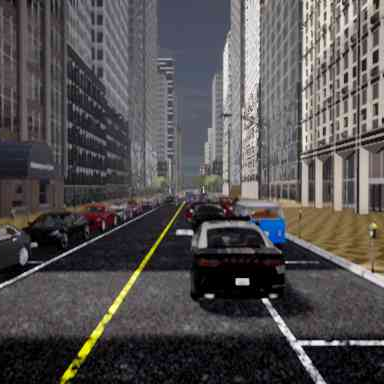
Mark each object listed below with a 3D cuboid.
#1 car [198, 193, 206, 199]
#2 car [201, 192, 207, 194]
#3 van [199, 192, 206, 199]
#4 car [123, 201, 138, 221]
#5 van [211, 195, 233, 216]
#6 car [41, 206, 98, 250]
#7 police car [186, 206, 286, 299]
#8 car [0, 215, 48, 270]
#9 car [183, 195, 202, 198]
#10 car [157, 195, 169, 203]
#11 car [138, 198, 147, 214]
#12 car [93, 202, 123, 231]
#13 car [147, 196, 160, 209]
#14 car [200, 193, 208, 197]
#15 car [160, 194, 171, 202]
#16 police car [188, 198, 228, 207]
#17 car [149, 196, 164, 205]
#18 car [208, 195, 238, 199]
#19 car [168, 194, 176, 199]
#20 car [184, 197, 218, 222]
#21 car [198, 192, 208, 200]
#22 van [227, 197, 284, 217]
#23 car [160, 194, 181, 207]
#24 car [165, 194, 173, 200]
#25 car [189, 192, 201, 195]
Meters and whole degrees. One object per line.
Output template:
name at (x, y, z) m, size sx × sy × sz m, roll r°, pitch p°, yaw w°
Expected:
car at (2.729, 1.069, 93.646) m, size 1.967 × 1.590 × 4.097 m, roll -1°, pitch 0°, yaw 0°
car at (2.719, 1.013, 76.594) m, size 2.192 × 1.841 × 5.009 m, roll -1°, pitch 0°, yaw 0°
van at (2.725, 0.994, 87.962) m, size 1.690 × 1.788 × 3.998 m, roll -1°, pitch 0°, yaw 0°
car at (-5.686, 1.451, 25.447) m, size 2.008 × 1.369 × 4.403 m, roll -1°, pitch 0°, yaw 0°
van at (2.696, 1.219, 31.125) m, size 1.690 × 1.788 × 3.998 m, roll -1°, pitch 0°, yaw 0°
car at (-5.691, 1.510, 14.080) m, size 1.947 × 1.339 × 4.313 m, roll -1°, pitch 0°, yaw 0°
police car at (0.903, 1.391, 8.532) m, size 1.930 × 1.638 × 5.238 m, roll 0°, pitch 0°, yaw 0°
car at (-5.694, 1.517, 8.396) m, size 2.008 × 1.369 × 4.403 m, roll -1°, pitch 0°, yaw 0°
car at (0.039, 1.420, 46.005) m, size 1.895 × 1.301 × 4.718 m, roll 0°, pitch 0°, yaw 1°
car at (-5.665, 1.325, 65.232) m, size 1.802 × 1.307 × 4.206 m, roll -1°, pitch 0°, yaw 0°
car at (-5.682, 1.460, 31.131) m, size 1.802 × 1.307 × 4.206 m, roll -1°, pitch 0°, yaw 0°
car at (-5.688, 1.467, 19.763) m, size 1.887 × 1.381 × 4.507 m, roll -1°, pitch 0°, yaw 0°
car at (-5.677, 1.384, 42.498) m, size 2.008 × 1.369 × 4.403 m, roll -1°, pitch 0°, yaw 0°
car at (2.710, 1.339, 53.860) m, size 2.008 × 1.369 × 4.403 m, roll -1°, pitch 0°, yaw 0°
car at (-5.663, 1.161, 70.915) m, size 1.967 × 1.590 × 4.097 m, roll -1°, pitch 0°, yaw 0°
police car at (0.908, 1.352, 18.533) m, size 1.930 × 1.638 × 5.238 m, roll 0°, pitch 0°, yaw 0°
car at (-5.671, 1.339, 53.865) m, size 2.008 × 1.369 × 4.403 m, roll -1°, pitch 0°, yaw 0°
car at (2.693, 1.215, 25.442) m, size 2.192 × 1.841 × 5.009 m, roll -1°, pitch 0°, yaw 0°
car at (-5.651, 1.195, 93.650) m, size 1.947 × 1.339 × 4.313 m, roll -1°, pitch 0°, yaw 0°
car at (0.655, 1.381, 24.521) m, size 1.882 × 1.535 × 5.008 m, roll 0°, pitch 0°, yaw 7°
car at (2.722, 0.990, 82.278) m, size 2.192 × 1.841 × 5.009 m, roll -1°, pitch 0°, yaw 0°
van at (2.687, 1.286, 14.075) m, size 1.690 × 1.788 × 3.998 m, roll -1°, pitch 0°, yaw 0°
car at (-3.019, 1.320, 47.460) m, size 1.837 × 1.490 × 4.892 m, roll 0°, pitch 0°, yaw 1°
car at (-5.656, 1.201, 82.113) m, size 1.752 × 1.417 × 4.829 m, roll -1°, pitch 0°, yaw 0°
car at (0.030, 1.119, 59.405) m, size 2.097 × 1.767 × 4.553 m, roll 0°, pitch 0°, yaw 0°
